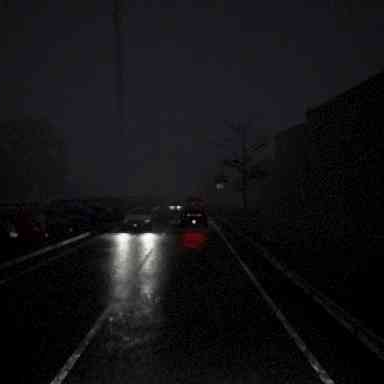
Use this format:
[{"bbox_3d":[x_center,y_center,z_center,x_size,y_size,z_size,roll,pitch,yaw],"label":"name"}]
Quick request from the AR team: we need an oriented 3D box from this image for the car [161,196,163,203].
[{"bbox_3d":[-8.894,2.059,68.222,4.792,1.488,2.163,0,0,0],"label":"car"}]

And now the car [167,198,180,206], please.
[{"bbox_3d":[-3.179,2.057,64.046,1.994,1.385,4.181,0,0,1],"label":"car"}]

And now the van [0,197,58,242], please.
[{"bbox_3d":[-8.749,1.360,14.956,4.442,1.987,1.878,0,-1,0],"label":"van"}]

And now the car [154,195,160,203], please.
[{"bbox_3d":[-8.837,1.704,57.005,5.566,2.045,2.435,0,-1,0],"label":"car"}]

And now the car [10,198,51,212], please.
[{"bbox_3d":[-21.976,1.728,45.336,4.553,1.767,2.185,0,0,0],"label":"car"}]

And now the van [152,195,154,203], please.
[{"bbox_3d":[-8.982,1.705,54.201,4.442,1.987,1.878,0,-1,0],"label":"van"}]

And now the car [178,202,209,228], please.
[{"bbox_3d":[0.134,1.698,24.091,1.837,1.490,4.892,0,0,0],"label":"car"}]

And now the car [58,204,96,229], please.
[{"bbox_3d":[-8.836,1.665,20.560,4.792,1.488,2.163,0,-1,0],"label":"car"}]

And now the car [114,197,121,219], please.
[{"bbox_3d":[-8.897,1.583,28.971,4.553,1.767,2.185,0,0,0],"label":"car"}]

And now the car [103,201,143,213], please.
[{"bbox_3d":[-8.862,1.872,42.986,4.674,1.452,2.002,0,-1,0],"label":"car"}]

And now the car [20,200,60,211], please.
[{"bbox_3d":[-21.916,1.907,48.112,4.792,1.488,2.163,0,-1,0],"label":"car"}]

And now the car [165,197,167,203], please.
[{"bbox_3d":[-8.859,2.048,76.634,5.008,1.535,2.097,0,0,0],"label":"car"}]

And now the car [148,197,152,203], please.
[{"bbox_3d":[-8.859,1.882,48.592,4.892,1.521,2.231,0,-1,0],"label":"car"}]

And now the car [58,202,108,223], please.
[{"bbox_3d":[-8.860,1.660,23.364,5.008,1.535,2.097,0,-1,0],"label":"car"}]

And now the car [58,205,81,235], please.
[{"bbox_3d":[-8.836,1.640,17.757,4.792,1.488,2.163,0,-1,0],"label":"car"}]

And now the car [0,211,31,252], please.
[{"bbox_3d":[-8.895,1.591,12.151,4.792,1.488,2.163,0,-1,0],"label":"car"}]

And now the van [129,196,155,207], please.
[{"bbox_3d":[-8.981,1.753,59.805,4.442,1.987,1.878,0,0,0],"label":"van"}]

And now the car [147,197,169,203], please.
[{"bbox_3d":[-8.679,2.053,85.044,5.366,1.575,1.946,0,0,0],"label":"car"}]

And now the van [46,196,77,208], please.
[{"bbox_3d":[-22.061,1.725,56.440,4.442,1.987,1.878,0,-1,0],"label":"van"}]

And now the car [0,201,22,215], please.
[{"bbox_3d":[-21.951,1.781,37.008,4.892,1.521,2.231,0,-1,0],"label":"car"}]

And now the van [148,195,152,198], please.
[{"bbox_3d":[-8.982,1.680,51.397,4.442,1.987,1.878,0,-1,0],"label":"van"}]

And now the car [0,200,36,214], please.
[{"bbox_3d":[-21.760,1.802,39.785,5.366,1.575,1.946,0,0,0],"label":"car"}]

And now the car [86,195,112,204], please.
[{"bbox_3d":[-21.915,1.800,78.651,5.566,2.045,2.435,0,0,0],"label":"car"}]

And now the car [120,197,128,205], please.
[{"bbox_3d":[-8.834,1.608,31.774,4.553,1.767,2.185,0,-1,0],"label":"car"}]

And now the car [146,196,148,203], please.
[{"bbox_3d":[-8.896,1.731,45.790,4.553,1.767,2.185,0,-1,0],"label":"car"}]

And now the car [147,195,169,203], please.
[{"bbox_3d":[-8.836,1.807,87.848,5.566,2.045,2.435,0,0,0],"label":"car"}]

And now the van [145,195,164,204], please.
[{"bbox_3d":[-8.981,1.825,79.438,4.442,1.987,1.878,0,0,0],"label":"van"}]

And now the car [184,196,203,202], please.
[{"bbox_3d":[0.154,1.558,41.117,2.150,2.045,5.566,0,-1,0],"label":"car"}]

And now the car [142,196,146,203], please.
[{"bbox_3d":[-8.837,1.556,40.185,5.566,2.045,2.435,0,-1,0],"label":"car"}]

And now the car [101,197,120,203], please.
[{"bbox_3d":[-21.973,2.091,89.753,4.792,1.488,2.163,0,0,0],"label":"car"}]

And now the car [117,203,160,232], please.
[{"bbox_3d":[-3.319,1.699,21.809,1.812,1.442,4.674,0,-1,0],"label":"car"}]

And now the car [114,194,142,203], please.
[{"bbox_3d":[-8.837,1.532,37.382,5.566,2.045,2.435,0,-1,0],"label":"car"}]

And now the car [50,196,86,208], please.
[{"bbox_3d":[-21.973,1.724,59.216,5.566,2.045,2.435,0,0,0],"label":"car"}]

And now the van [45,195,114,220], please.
[{"bbox_3d":[-8.749,1.459,26.169,4.442,1.987,1.878,0,0,0],"label":"van"}]

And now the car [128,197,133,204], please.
[{"bbox_3d":[-8.834,1.633,34.578,4.553,1.767,2.185,0,-1,0],"label":"car"}]

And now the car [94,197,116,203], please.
[{"bbox_3d":[-21.949,2.056,84.202,5.008,1.535,2.097,0,0,0],"label":"car"}]

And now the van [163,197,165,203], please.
[{"bbox_3d":[-8.748,1.819,73.827,4.442,1.987,1.878,0,0,0],"label":"van"}]

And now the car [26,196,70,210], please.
[{"bbox_3d":[-21.973,1.651,50.890,5.566,2.045,2.435,0,-1,0],"label":"car"}]
